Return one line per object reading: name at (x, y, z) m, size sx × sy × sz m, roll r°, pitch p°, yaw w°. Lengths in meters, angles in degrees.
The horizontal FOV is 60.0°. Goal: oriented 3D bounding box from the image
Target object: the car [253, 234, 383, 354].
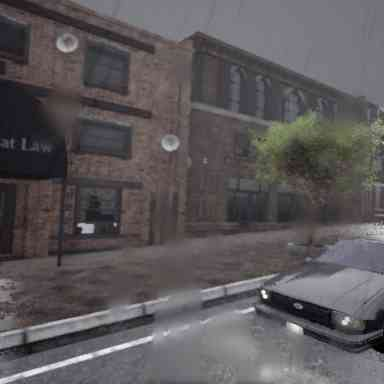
car at (3.625, 1.552, 6.272) m, size 5.357 × 1.411 × 2.033 m, roll 0°, pitch 0°, yaw -36°
